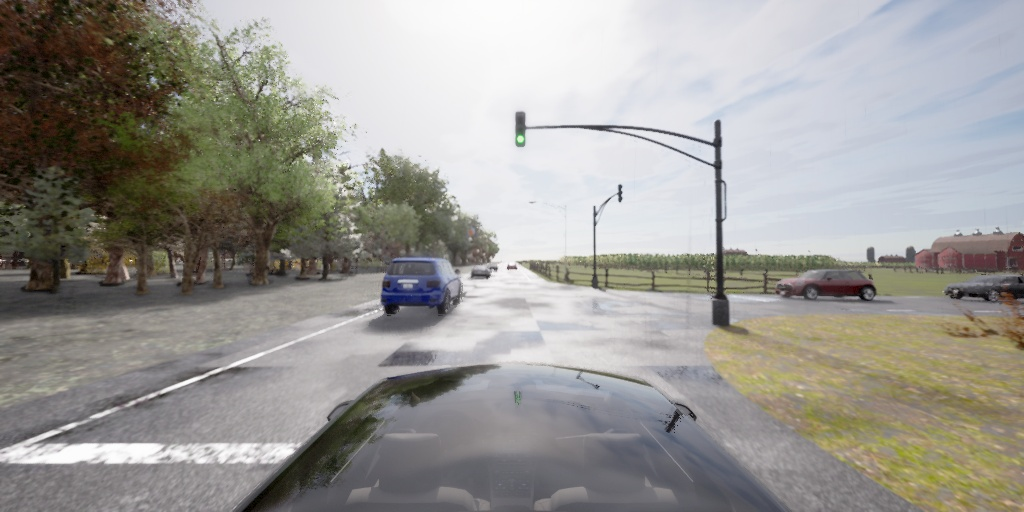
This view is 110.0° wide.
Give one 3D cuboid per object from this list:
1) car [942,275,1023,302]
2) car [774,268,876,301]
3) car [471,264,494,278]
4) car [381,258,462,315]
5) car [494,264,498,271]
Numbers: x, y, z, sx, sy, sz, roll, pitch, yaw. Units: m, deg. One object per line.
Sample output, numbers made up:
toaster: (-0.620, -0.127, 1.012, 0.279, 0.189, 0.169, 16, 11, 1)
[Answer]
car: (27.683, 1.821, 20.404, 4.892, 1.490, 1.837, 1, -2, 1)
car: (17.727, 1.560, 20.485, 4.553, 1.767, 2.097, 1, -2, 1)
car: (-3.420, 1.740, 40.063, 1.994, 1.385, 4.181, 0, -1, 0)
car: (-3.406, 1.113, 14.410, 2.150, 2.045, 5.566, 0, -1, 0)
car: (-3.434, 2.035, 63.736, 1.895, 1.301, 4.718, 0, -1, 0)
